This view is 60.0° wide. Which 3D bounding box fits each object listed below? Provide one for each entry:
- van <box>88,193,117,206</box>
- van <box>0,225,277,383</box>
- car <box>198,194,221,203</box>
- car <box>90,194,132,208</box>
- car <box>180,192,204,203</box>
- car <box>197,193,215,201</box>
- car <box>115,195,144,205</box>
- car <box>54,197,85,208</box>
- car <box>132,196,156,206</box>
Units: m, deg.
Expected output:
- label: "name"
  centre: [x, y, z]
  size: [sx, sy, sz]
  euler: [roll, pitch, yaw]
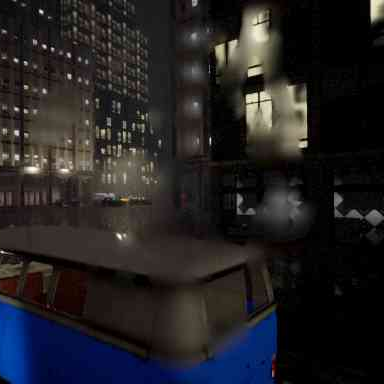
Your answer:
- label: "van"
  centre: [-13.560, 1.135, 50.525]
  size: [1.690, 1.788, 3.998]
  euler: [0, 0, 36]
- label: "van"
  centre: [-1.082, 1.342, 3.663]
  size: [3.998, 1.788, 1.690]
  euler: [0, -1, 36]
- label: "car"
  centre: [3.218, 1.101, 59.252]
  size: [2.008, 1.369, 4.403]
  euler: [0, 0, 36]
- label: "car"
  centre: [-10.107, 1.267, 41.058]
  size: [1.887, 1.381, 4.507]
  euler: [0, 0, 36]
- label: "car"
  centre: [-0.115, 0.909, 54.702]
  size: [2.192, 1.841, 5.009]
  euler: [0, 0, 36]
- label: "car"
  centre: [3.104, 1.016, 73.278]
  size: [1.967, 1.590, 4.097]
  euler: [0, 0, 36]
- label: "car"
  centre: [-10.327, 1.278, 54.939]
  size: [1.752, 1.417, 4.829]
  euler: [0, 0, 36]
- label: "car"
  centre: [-16.891, 1.403, 45.975]
  size: [1.947, 1.339, 4.313]
  euler: [0, 0, 36]
- label: "car"
  centre: [-6.776, 1.230, 45.606]
  size: [2.008, 1.369, 4.403]
  euler: [0, 0, 36]
